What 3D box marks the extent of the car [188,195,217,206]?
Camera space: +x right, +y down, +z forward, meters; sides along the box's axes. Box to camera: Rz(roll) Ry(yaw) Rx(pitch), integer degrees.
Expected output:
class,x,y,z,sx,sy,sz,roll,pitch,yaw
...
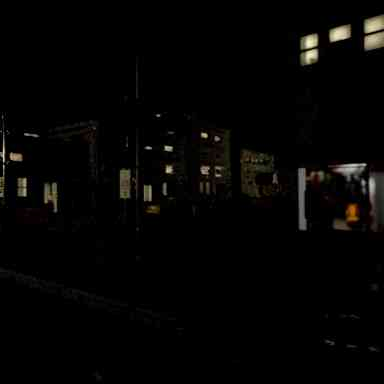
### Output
class,x,y,z,sx,sy,sz,roll,pitch,yaw
car,1.452,1.127,44.219,1.802,1.307,4.206,0,0,36

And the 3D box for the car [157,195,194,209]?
class,x,y,z,sx,sy,sz,roll,pitch,yaw
car,-1.904,1.123,39.607,1.752,1.417,4.829,0,0,36

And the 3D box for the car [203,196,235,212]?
class,x,y,z,sx,sy,sz,roll,pitch,yaw
car,1.714,1.108,30.339,2.008,1.369,4.403,0,0,36

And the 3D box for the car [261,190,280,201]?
class,x,y,z,sx,sy,sz,roll,pitch,yaw
car,14.375,0.868,61.975,1.752,1.417,4.829,0,0,36

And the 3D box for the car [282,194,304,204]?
class,x,y,z,sx,sy,sz,roll,pitch,yaw
car,14.737,0.935,48.233,1.802,1.307,4.206,0,0,36

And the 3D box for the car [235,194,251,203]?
class,x,y,z,sx,sy,sz,roll,pitch,yaw
car,7.964,1.025,53.167,1.802,1.307,4.206,0,0,36

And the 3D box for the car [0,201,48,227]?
class,x,y,z,sx,sy,sz,roll,pitch,yaw
car,-10.445,1.232,18.200,1.882,1.535,5.008,-1,1,36

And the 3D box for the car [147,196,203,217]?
class,x,y,z,sx,sy,sz,roll,pitch,yaw
car,-1.442,1.133,26.003,1.752,1.417,4.829,0,0,36

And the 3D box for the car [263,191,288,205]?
class,x,y,z,sx,sy,sz,roll,pitch,yaw
car,11.481,0.955,43.760,2.008,1.369,4.403,0,0,36

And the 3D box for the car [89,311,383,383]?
class,x,y,z,sx,sy,sz,roll,pitch,yaw
car,1.022,1.580,2.313,4.206,1.307,1.802,0,-1,36
